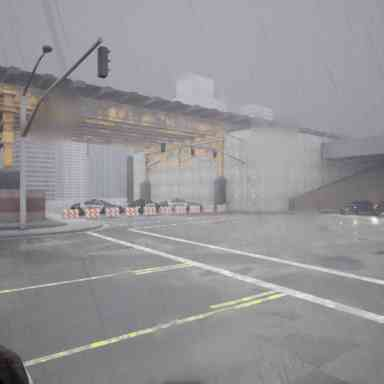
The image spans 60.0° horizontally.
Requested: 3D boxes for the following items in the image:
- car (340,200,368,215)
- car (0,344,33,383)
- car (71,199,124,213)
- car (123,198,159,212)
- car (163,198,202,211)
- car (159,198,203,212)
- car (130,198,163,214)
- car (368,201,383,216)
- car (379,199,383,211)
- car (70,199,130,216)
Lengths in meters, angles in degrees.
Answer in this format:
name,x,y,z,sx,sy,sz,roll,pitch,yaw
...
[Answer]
name,x,y,z,sx,sy,sz,roll,pitch,yaw
car,17.188,1.526,34.377,4.674,1.442,1.812,0,0,-37
car,-3.331,1.492,1.395,4.902,1.511,2.128,0,0,-35
car,-9.046,1.295,32.085,4.536,1.218,1.853,0,0,8
car,-5.239,1.295,34.819,1.853,1.218,4.536,0,0,18
car,-1.403,1.295,38.530,4.536,1.218,1.853,0,0,-7
car,-1.351,1.453,38.536,4.974,1.542,2.038,0,0,-7
car,-5.255,1.453,34.770,2.038,1.542,4.974,0,0,18
car,18.967,1.352,31.332,4.553,1.767,2.097,0,0,-37
car,24.838,1.547,40.149,5.357,1.411,2.033,0,0,-37
car,-8.995,1.453,32.078,4.974,1.542,2.038,0,0,8
